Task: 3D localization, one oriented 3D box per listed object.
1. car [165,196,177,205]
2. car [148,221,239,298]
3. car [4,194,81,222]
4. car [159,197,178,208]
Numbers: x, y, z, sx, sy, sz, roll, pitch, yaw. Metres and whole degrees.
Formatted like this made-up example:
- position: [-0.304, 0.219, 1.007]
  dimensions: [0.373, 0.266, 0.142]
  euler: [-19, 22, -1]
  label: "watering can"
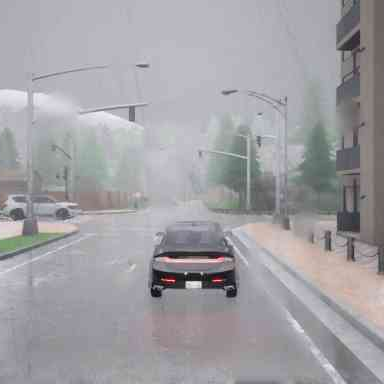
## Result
- position: [-3.601, 1.526, 57.948]
  dimensions: [1.812, 1.442, 4.674]
  euler: [0, 0, 0]
  label: "car"
- position: [0.052, 1.492, 8.534]
  dimensions: [2.128, 1.511, 4.902]
  euler: [0, 0, 0]
  label: "car"
- position: [-11.714, 1.208, 26.240]
  dimensions: [5.566, 2.045, 2.150]
  euler: [0, 0, -5]
  label: "car"
- position: [-3.609, 1.491, 47.846]
  dimensions: [2.128, 1.511, 4.902]
  euler: [0, 0, 0]
  label: "car"
